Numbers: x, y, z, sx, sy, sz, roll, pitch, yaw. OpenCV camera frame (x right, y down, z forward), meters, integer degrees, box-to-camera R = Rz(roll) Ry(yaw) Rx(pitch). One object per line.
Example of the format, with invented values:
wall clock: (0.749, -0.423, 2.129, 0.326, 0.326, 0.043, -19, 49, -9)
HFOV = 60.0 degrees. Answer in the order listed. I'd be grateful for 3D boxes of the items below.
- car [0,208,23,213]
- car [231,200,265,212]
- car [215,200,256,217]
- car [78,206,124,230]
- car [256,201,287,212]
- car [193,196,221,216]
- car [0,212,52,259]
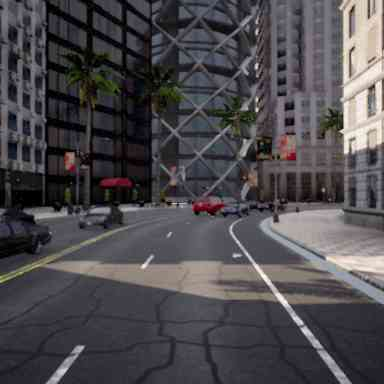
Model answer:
car: (-10.001, 1.590, 17.002, 1.882, 1.535, 5.008, 0, -1, 3)
car: (7.665, 1.861, 45.286, 2.033, 1.411, 5.357, 0, -1, 42)
car: (4.534, 1.782, 33.891, 2.033, 1.411, 5.357, 0, 0, 25)
car: (-6.055, 1.680, 22.823, 1.812, 1.442, 4.674, 0, 0, 7)
car: (10.332, 1.846, 42.880, 2.033, 1.411, 5.357, 0, -1, 40)
car: (2.070, 1.474, 36.698, 2.150, 2.045, 5.566, 0, 0, 26)
car: (-6.809, 1.621, 11.116, 2.033, 1.411, 5.357, 0, 0, 7)
